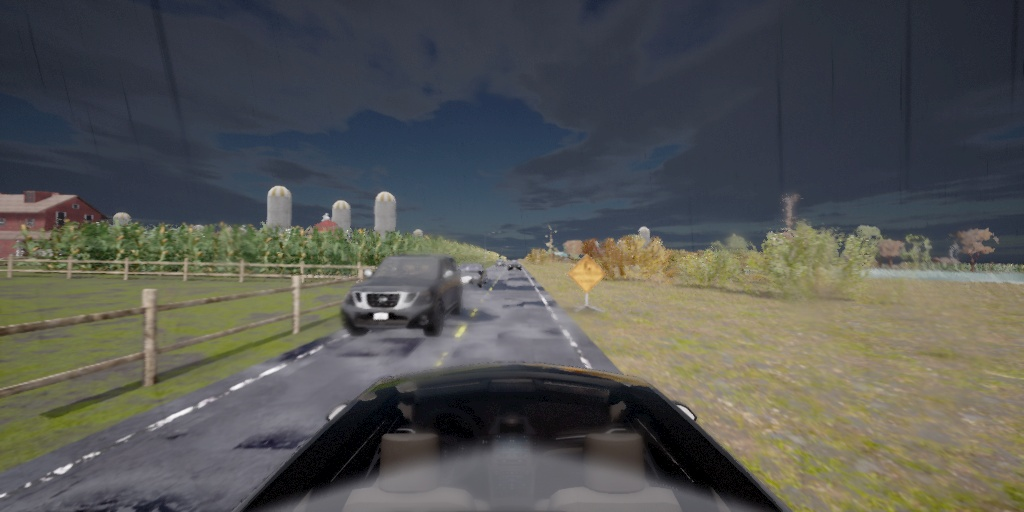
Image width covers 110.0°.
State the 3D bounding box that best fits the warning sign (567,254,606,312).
[{"bbox_3d":[2.498,0.878,11.975,1.300,1.860,1.060,0,0,0],"label":"warning sign"}]

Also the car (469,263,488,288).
[{"bbox_3d":[-2.697,1.222,23.803,2.128,1.511,4.902,0,0,1],"label":"car"}]

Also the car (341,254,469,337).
[{"bbox_3d":[-2.801,0.951,10.555,2.150,2.045,5.566,0,0,1],"label":"car"}]

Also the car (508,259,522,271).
[{"bbox_3d":[0.389,1.389,50.268,1.895,1.301,4.718,0,0,0],"label":"car"}]
